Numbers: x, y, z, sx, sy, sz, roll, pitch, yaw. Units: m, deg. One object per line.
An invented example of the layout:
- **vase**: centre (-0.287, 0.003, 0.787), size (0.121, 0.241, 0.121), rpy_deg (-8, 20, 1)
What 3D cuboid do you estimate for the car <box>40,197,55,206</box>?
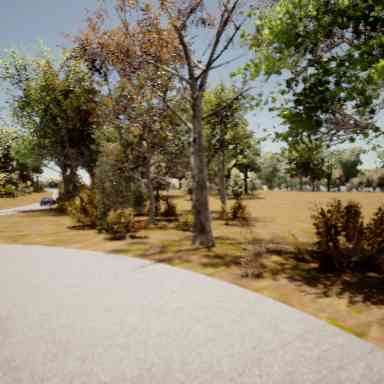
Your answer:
- **car**: centre (-27.033, 1.646, 62.726), size (2.097, 1.767, 4.553), rpy_deg (-2, 1, -11)
